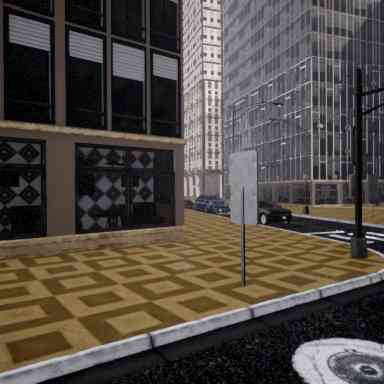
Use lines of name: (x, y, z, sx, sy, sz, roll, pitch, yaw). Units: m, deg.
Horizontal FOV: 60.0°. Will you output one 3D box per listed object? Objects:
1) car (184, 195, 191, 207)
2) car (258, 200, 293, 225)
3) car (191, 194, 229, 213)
car: (-1.318, 1.092, 41.344, 1.994, 1.385, 4.181, -1, 1, -18)
car: (4.884, 1.276, 22.851, 1.882, 1.535, 5.008, -1, 1, -19)
car: (1.835, 1.019, 31.924, 2.097, 1.767, 4.553, -1, 1, -19)
